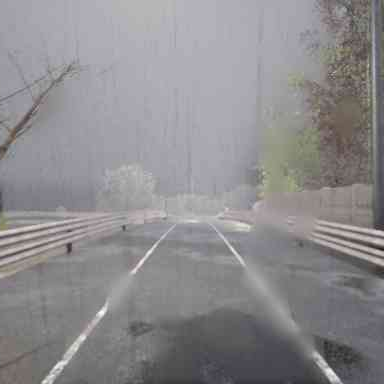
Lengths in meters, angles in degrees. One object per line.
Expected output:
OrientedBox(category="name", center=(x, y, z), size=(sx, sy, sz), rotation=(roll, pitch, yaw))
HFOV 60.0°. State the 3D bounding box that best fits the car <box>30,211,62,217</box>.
OrientedBox(category="car", center=(-24.837, 3.937, 56.606), size=(5.008, 1.535, 1.882), rotation=(3, -5, -36))
